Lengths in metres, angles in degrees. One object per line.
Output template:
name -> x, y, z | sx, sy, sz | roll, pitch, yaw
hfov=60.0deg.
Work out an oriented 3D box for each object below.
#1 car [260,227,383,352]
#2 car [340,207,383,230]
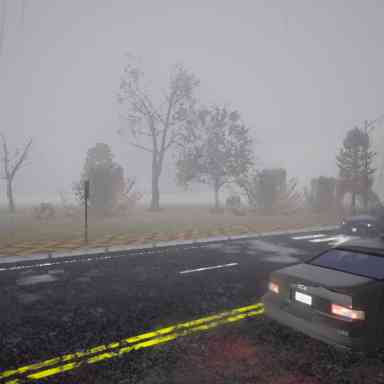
car -> 3.734, 1.546, 5.979 | 5.357, 1.411, 2.033 | 0, 0, -31
car -> 10.531, 1.542, 18.402 | 5.357, 1.411, 2.033 | 0, 0, -32
